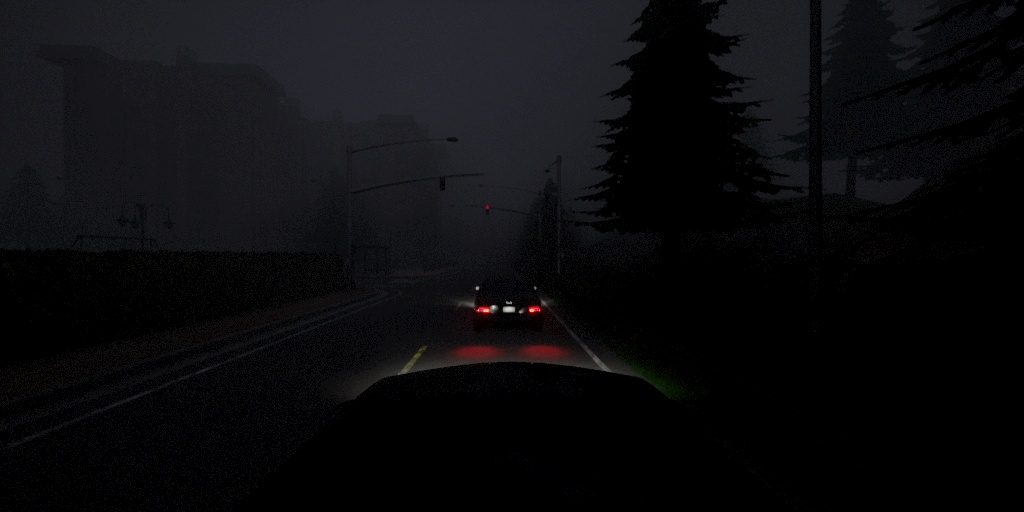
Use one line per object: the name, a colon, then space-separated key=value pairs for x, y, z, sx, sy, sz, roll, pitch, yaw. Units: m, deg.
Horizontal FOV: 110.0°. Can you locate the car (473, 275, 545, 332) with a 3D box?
car: x=-0.158 y=1.286 z=10.817 sx=2.033 sy=1.411 sz=5.357 roll=0 pitch=0 yaw=-2
